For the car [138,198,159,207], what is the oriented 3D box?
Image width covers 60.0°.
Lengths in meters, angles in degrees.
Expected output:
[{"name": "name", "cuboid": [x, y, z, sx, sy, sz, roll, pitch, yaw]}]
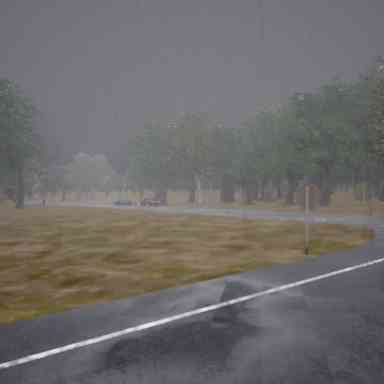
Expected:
[{"name": "car", "cuboid": [-6.992, 1.697, 53.725, 1.837, 1.490, 4.892, 1, -2, -34]}]

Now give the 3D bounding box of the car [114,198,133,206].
[{"name": "car", "cuboid": [-12.866, 1.906, 62.250, 2.033, 1.411, 5.357, 1, -1, -34]}]
